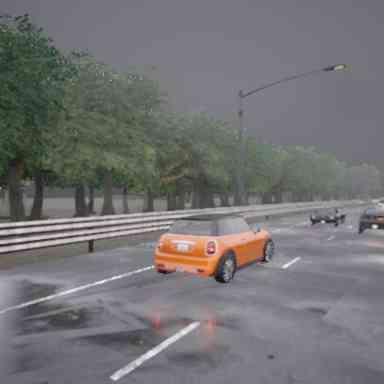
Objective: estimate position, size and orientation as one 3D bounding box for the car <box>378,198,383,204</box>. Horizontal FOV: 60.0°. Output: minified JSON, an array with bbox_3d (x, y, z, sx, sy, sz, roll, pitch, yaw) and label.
[{"bbox_3d":[20.036,1.569,33.465,2.150,2.045,5.566,0,0,34],"label":"car"}]

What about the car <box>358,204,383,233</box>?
[{"bbox_3d":[11.523,1.711,20.593,1.837,1.490,4.892,0,-1,33],"label":"car"}]

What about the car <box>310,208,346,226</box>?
[{"bbox_3d":[10.517,1.851,25.484,1.895,1.301,4.718,0,-1,33],"label":"car"}]

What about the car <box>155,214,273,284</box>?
[{"bbox_3d":[0.890,1.446,10.256,2.097,1.767,4.553,0,-1,32],"label":"car"}]
